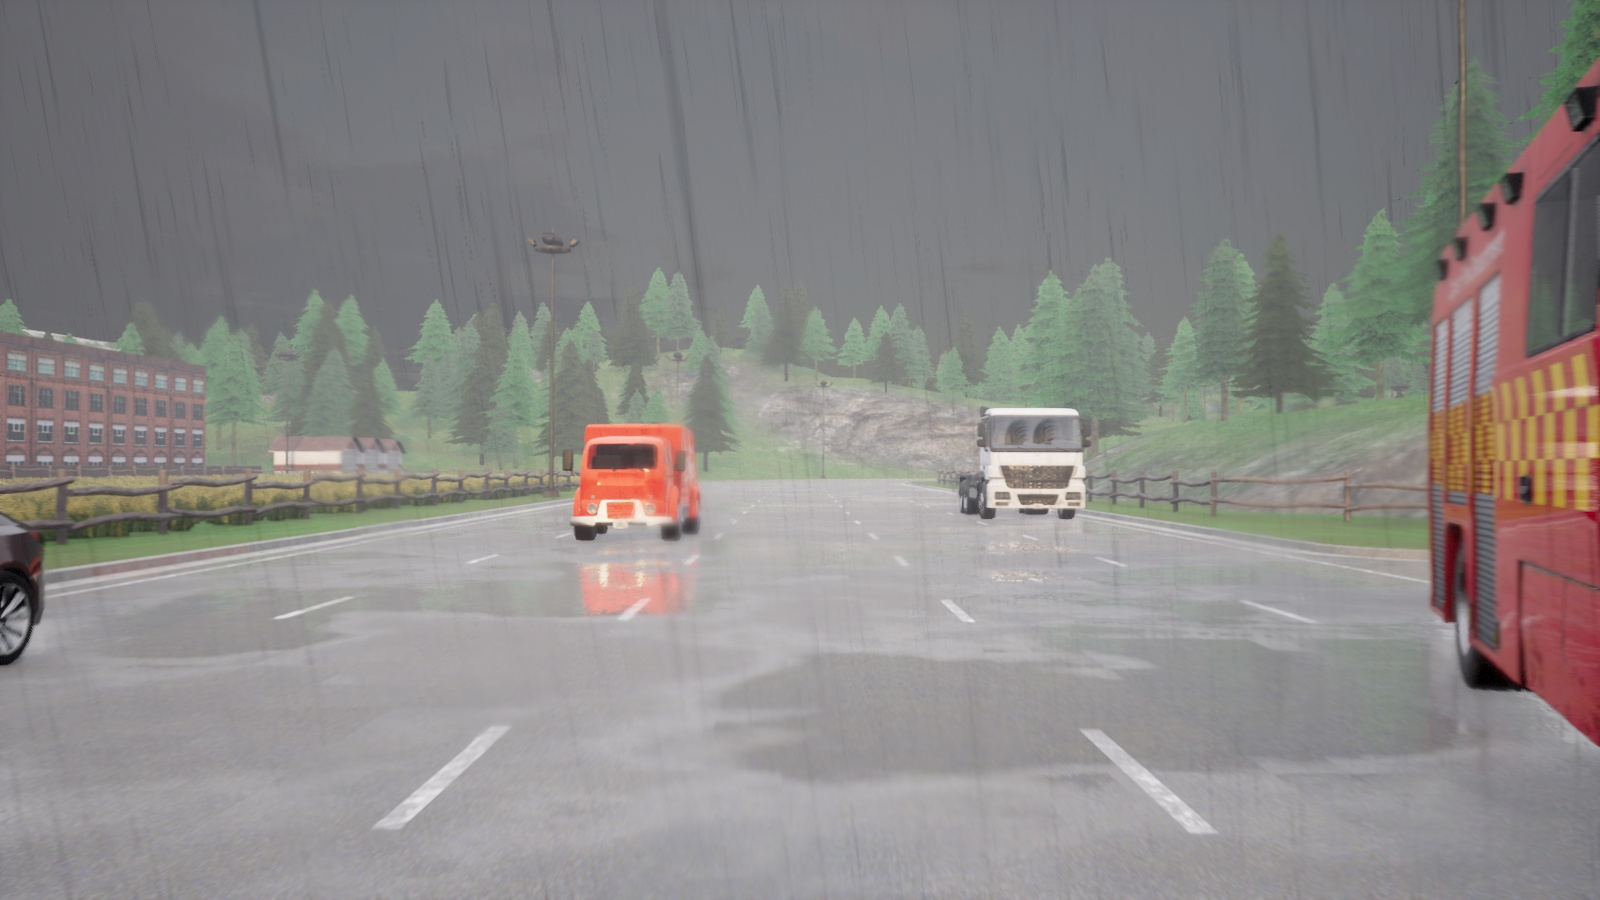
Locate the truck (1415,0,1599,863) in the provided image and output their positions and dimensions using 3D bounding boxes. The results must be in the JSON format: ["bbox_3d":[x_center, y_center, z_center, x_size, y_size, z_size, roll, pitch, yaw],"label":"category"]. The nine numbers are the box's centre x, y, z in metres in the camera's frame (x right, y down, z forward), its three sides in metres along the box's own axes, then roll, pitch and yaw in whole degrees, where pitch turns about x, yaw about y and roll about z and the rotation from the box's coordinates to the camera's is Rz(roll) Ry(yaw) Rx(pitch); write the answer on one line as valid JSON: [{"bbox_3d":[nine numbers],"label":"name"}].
[{"bbox_3d":[5.067,-0.292,6.045,2.891,3.827,8.468,-1,-1,20],"label":"truck"}]

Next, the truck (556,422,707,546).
[{"bbox_3d":[-3.568,0.716,27.707,2.627,2.467,5.204,0,-1,0],"label":"truck"}]

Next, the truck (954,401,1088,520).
[{"bbox_3d":[6.900,0.354,40.484,2.891,3.462,7.936,0,-1,0],"label":"truck"}]

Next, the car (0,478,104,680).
[{"bbox_3d":[-7.020,0.951,8.317,2.163,1.488,4.792,0,-1,0],"label":"car"}]
